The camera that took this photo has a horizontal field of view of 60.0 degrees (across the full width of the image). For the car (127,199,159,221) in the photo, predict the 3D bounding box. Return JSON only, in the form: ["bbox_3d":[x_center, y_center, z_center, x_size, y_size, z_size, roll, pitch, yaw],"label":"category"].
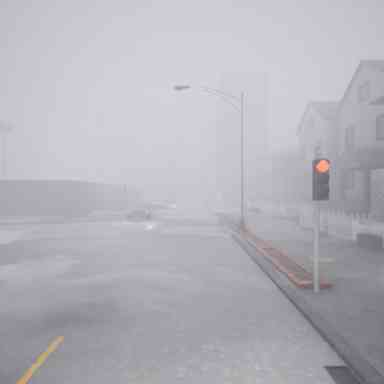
[{"bbox_3d":[-4.104,1.532,27.289,1.812,1.442,4.674,0,0,0],"label":"car"}]

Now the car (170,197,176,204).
[{"bbox_3d":[-4.012,1.614,62.644,1.895,1.301,4.718,0,0,0],"label":"car"}]

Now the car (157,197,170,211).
[{"bbox_3d":[-4.100,1.535,41.955,1.812,1.442,4.674,0,0,0],"label":"car"}]
